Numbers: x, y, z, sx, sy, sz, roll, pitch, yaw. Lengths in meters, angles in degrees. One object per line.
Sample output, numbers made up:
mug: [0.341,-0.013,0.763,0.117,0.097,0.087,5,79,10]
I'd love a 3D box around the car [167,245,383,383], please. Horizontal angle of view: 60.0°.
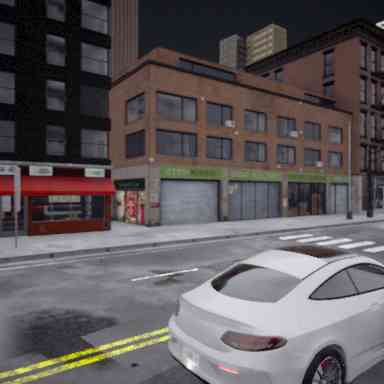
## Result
car: [1.862,1.523,4.768,4.674,1.442,1.812,0,0,-35]
